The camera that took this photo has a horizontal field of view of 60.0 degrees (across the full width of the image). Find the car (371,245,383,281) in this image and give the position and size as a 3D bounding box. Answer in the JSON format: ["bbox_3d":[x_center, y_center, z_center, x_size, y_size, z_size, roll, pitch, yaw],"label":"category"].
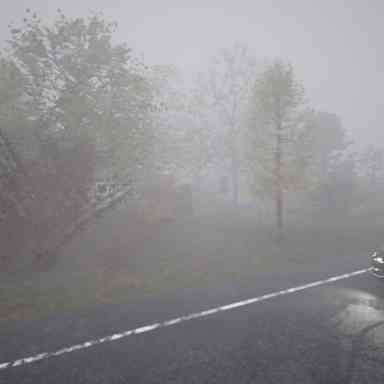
[{"bbox_3d":[6.563,1.525,8.675,4.892,1.490,1.837,0,0,-36],"label":"car"}]
